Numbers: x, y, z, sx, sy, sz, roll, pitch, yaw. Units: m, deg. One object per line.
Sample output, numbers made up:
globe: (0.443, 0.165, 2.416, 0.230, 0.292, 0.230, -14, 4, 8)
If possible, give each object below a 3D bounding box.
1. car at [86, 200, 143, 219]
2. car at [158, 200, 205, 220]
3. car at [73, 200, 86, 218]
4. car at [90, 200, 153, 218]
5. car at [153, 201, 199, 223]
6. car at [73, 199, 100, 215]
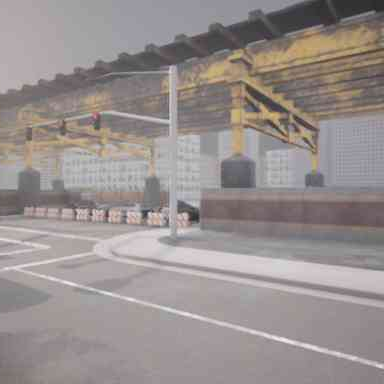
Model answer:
car: (-5.733, 1.464, 27.535, 4.974, 1.542, 2.038, 0, 0, -1)
car: (-0.928, 1.304, 25.110, 1.853, 1.218, 4.536, 0, 0, -26)
car: (-9.492, 1.467, 30.200, 2.038, 1.542, 4.974, 0, 0, -11)
car: (-5.681, 1.307, 27.536, 4.536, 1.218, 1.853, 0, 0, -1)
car: (-0.904, 1.461, 25.063, 2.038, 1.542, 4.974, 0, 0, -26)
car: (-9.502, 1.310, 30.251, 1.853, 1.218, 4.536, 0, 0, -11)
